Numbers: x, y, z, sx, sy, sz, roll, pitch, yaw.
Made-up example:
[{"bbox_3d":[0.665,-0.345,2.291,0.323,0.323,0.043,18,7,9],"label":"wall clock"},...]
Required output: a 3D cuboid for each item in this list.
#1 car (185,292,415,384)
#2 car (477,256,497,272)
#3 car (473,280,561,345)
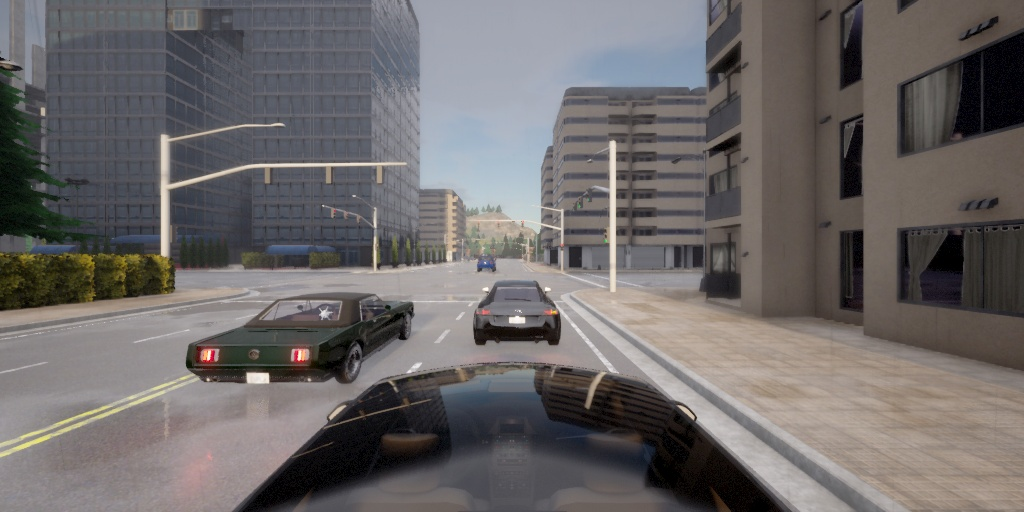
[{"bbox_3d":[-3.384,1.351,7.025,1.895,1.301,4.718,0,0,0],"label":"car"},{"bbox_3d":[-3.232,0.971,46.262,2.150,2.045,5.566,0,0,0],"label":"car"},{"bbox_3d":[0.126,1.314,9.504,1.994,1.385,4.181,0,0,1],"label":"car"}]
